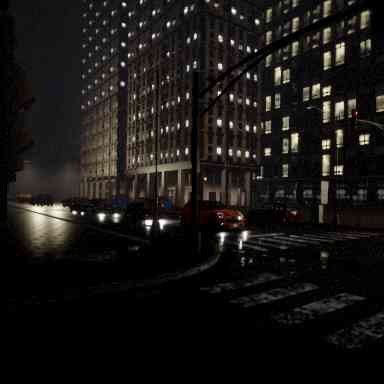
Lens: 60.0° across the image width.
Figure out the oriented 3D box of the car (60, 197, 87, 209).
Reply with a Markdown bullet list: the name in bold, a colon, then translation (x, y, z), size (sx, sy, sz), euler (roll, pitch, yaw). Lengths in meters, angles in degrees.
- **car**: translation (-15.916, 1.404, 44.608), size (2.128, 1.511, 4.902), euler (1, -1, -35)

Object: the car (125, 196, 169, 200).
- **car**: translation (-4.772, 1.346, 34.377), size (2.097, 1.767, 4.553), euler (1, -1, -35)

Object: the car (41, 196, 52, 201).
- **car**: translation (-36.744, 1.570, 83.827), size (1.802, 1.307, 4.206), euler (1, -1, -35)

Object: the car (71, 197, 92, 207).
- **car**: translation (-17.423, 1.492, 52.138), size (1.812, 1.442, 4.674), euler (1, -1, -35)

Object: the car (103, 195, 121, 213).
- **car**: translation (-9.926, 1.402, 36.113), size (1.882, 1.535, 5.008), euler (1, -1, -36)

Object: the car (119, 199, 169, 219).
- **car**: translation (-4.060, 1.502, 27.845), size (1.994, 1.385, 4.181), euler (1, -1, -35)

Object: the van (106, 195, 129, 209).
- **van**: translation (-10.561, 1.368, 46.996), size (1.690, 1.788, 3.998), euler (1, -1, -35)

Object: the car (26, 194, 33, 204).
- **car**: translation (-23.940, 1.432, 51.348), size (1.802, 1.307, 4.206), euler (1, -1, -35)

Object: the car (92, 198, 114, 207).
- **car**: translation (-13.838, 1.586, 51.597), size (1.947, 1.339, 4.313), euler (1, -1, -35)

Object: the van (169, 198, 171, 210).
- **van**: translation (-4.017, 1.382, 37.787), size (1.690, 1.788, 3.998), euler (1, -1, -35)

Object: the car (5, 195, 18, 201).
- **car**: translation (-40.300, 1.378, 74.369), size (2.008, 1.369, 4.403), euler (1, -1, -35)

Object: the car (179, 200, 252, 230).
- **car**: translation (1.144, 1.303, 20.531), size (2.097, 1.767, 4.553), euler (1, -1, -35)

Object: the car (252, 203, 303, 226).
- **car**: translation (5.798, 1.505, 23.974), size (1.967, 1.590, 4.097), euler (1, -1, -35)

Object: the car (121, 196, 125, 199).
- **car**: translation (-7.293, 1.584, 42.389), size (2.008, 1.369, 4.403), euler (1, -1, -35)

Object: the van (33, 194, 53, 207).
- **van**: translation (-20.664, 1.197, 46.746), size (1.690, 1.788, 3.998), euler (1, -1, -35)

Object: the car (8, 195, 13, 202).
- **car**: translation (-37.029, 1.397, 69.765), size (1.947, 1.339, 4.313), euler (1, -1, -35)

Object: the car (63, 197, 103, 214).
- **car**: translation (-10.851, 1.427, 32.931), size (2.008, 1.369, 4.403), euler (1, -1, -35)

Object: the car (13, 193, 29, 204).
- **car**: translation (-30.480, 1.155, 60.559), size (2.192, 1.841, 5.009), euler (1, -1, -35)
